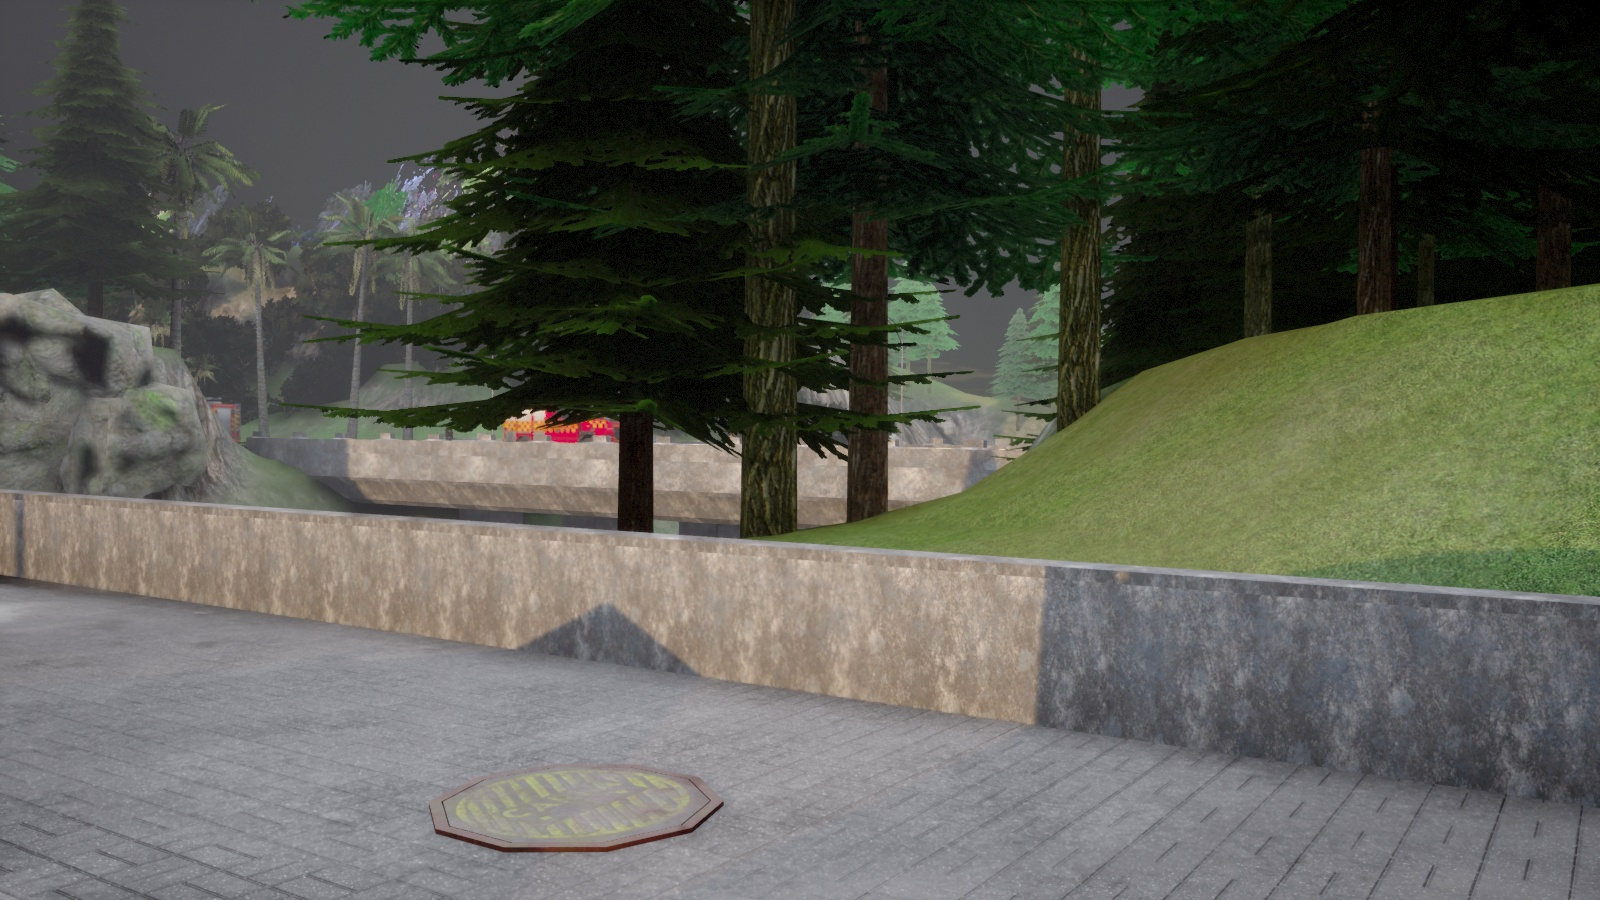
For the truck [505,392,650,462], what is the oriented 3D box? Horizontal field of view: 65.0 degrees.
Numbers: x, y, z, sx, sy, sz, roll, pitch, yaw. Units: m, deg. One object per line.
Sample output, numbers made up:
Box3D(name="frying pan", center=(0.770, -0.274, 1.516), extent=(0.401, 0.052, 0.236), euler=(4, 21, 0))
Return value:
Box3D(name="truck", center=(-12.858, -1.302, 72.170), extent=(8.468, 3.827, 2.891), euler=(0, 1, 34))
